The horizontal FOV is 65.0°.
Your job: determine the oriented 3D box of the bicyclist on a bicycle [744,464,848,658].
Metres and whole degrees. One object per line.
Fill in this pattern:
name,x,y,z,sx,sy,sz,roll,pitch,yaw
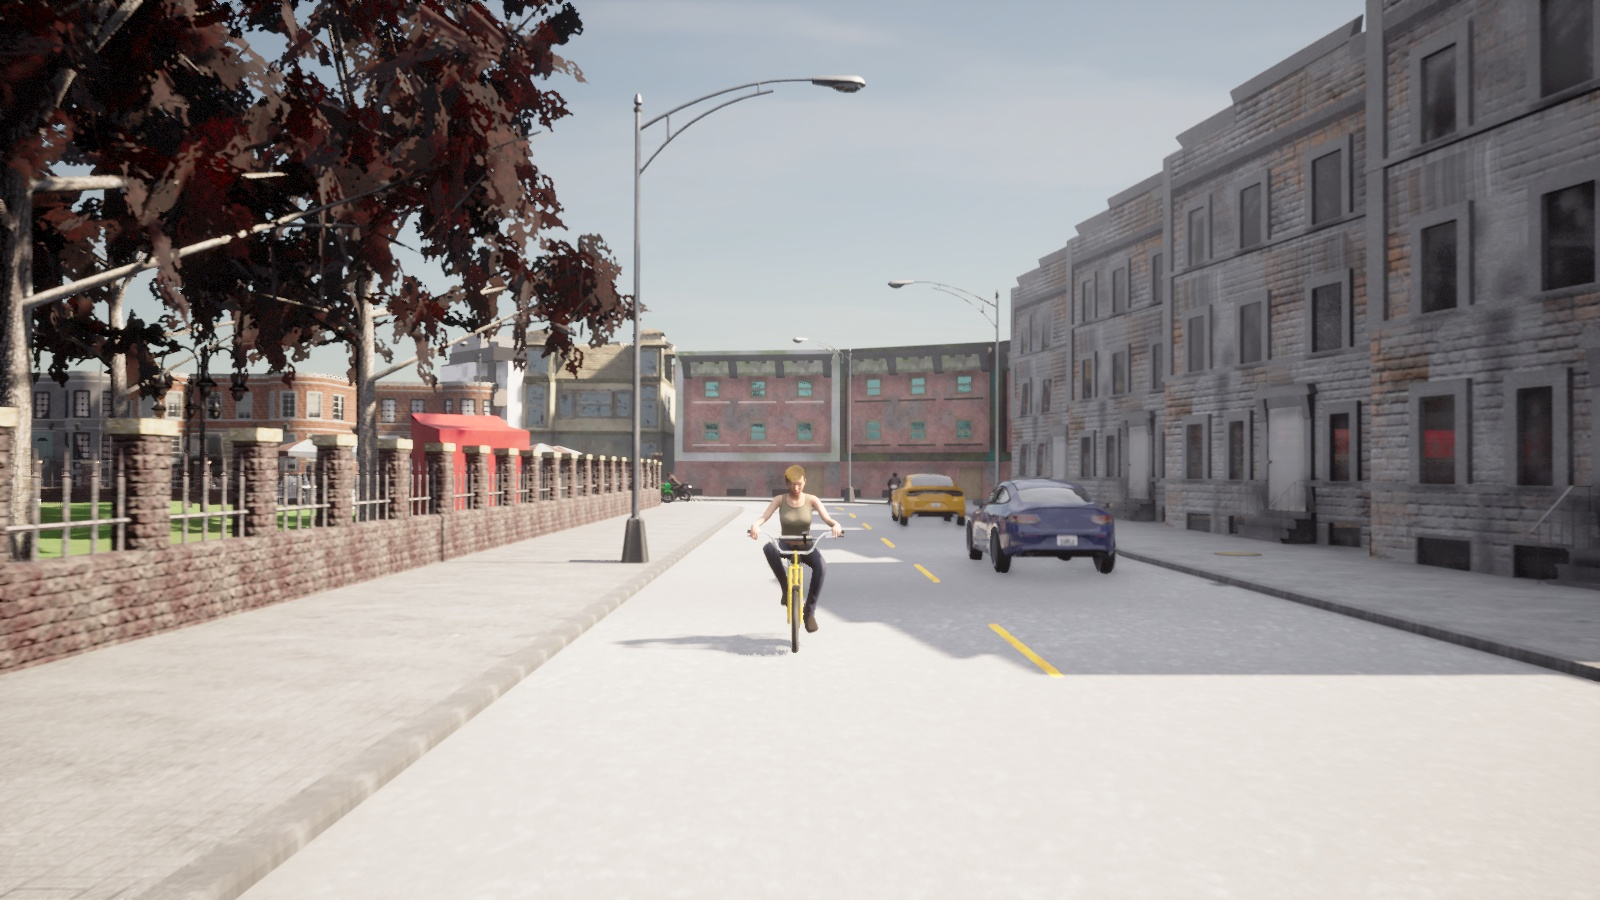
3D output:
bicyclist on a bicycle,-0.031,0.940,11.262,0.866,1.612,1.509,0,-1,0

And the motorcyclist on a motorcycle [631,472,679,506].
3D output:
motorcyclist on a motorcycle,-6.708,1.799,58.170,2.044,1.523,0.797,0,0,5

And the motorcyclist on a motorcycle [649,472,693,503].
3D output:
motorcyclist on a motorcycle,-6.396,1.865,62.205,2.044,1.523,0.797,0,0,8

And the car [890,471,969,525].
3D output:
car,3.857,1.417,38.222,1.882,1.535,5.008,0,-1,0

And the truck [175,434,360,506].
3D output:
truck,-26.286,0.981,62.275,7.936,3.462,2.891,0,-1,0

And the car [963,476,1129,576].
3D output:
car,3.926,1.174,20.841,1.812,1.442,4.674,0,-1,0
